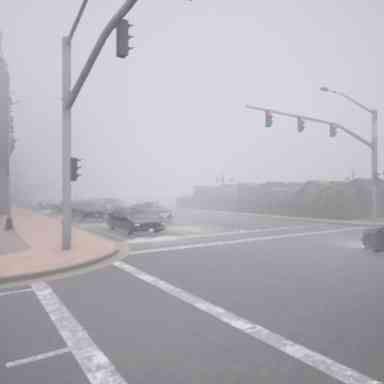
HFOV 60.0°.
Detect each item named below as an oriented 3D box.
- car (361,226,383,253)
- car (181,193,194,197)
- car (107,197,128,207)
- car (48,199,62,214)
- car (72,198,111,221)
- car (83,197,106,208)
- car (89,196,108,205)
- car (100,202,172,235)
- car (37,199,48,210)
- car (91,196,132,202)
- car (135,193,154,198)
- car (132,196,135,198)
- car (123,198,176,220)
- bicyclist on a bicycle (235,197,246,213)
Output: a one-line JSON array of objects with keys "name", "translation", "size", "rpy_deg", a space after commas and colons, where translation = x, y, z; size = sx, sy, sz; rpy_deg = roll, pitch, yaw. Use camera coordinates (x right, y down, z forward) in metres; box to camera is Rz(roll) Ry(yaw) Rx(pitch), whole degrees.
[{"name": "car", "translation": [7.300, 1.549, 10.554], "size": [2.033, 1.411, 5.357], "rpy_deg": [0, 0, 6]}, {"name": "car", "translation": [0.534, 1.174, 60.369], "size": [3.866, 1.878, 1.905], "rpy_deg": [0, 0, -34]}, {"name": "car", "translation": [-11.702, 1.583, 52.168], "size": [1.994, 1.385, 4.181], "rpy_deg": [0, 0, -33]}, {"name": "car", "translation": [-13.548, 1.615, 35.160], "size": [1.895, 1.301, 4.718], "rpy_deg": [0, 0, -32]}, {"name": "car", "translation": [-8.562, 1.489, 27.331], "size": [1.882, 1.535, 5.008], "rpy_deg": [0, 0, -32]}, {"name": "car", "translation": [-14.995, 1.511, 50.818], "size": [2.128, 1.511, 4.902], "rpy_deg": [0, 0, -32]}, {"name": "car", "translation": [-17.074, 1.501, 60.525], "size": [1.882, 1.535, 5.008], "rpy_deg": [0, 0, -33]}, {"name": "car", "translation": [-3.421, 1.554, 19.180], "size": [2.033, 1.411, 5.357], "rpy_deg": [0, 0, -31]}, {"name": "car", "translation": [-19.267, 1.620, 44.199], "size": [1.895, 1.301, 4.718], "rpy_deg": [0, 0, -32]}, {"name": "car", "translation": [-8.132, 1.365, 33.171], "size": [2.097, 1.767, 4.553], "rpy_deg": [0, 0, -32]}, {"name": "car", "translation": [-10.462, 1.182, 76.623], "size": [3.866, 1.878, 1.905], "rpy_deg": [0, 0, -34]}, {"name": "car", "translation": [-12.034, 1.181, 79.053], "size": [4.605, 1.855, 1.932], "rpy_deg": [0, 0, -34]}, {"name": "car", "translation": [-3.190, 1.500, 25.406], "size": [2.128, 1.511, 4.902], "rpy_deg": [0, 0, -32]}, {"name": "bicyclist on a bicycle", "translation": [4.840, 1.270, 33.149], "size": [1.656, 1.620, 0.582], "rpy_deg": [-6, 3, -32]}]
